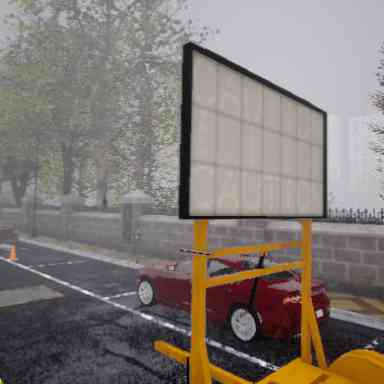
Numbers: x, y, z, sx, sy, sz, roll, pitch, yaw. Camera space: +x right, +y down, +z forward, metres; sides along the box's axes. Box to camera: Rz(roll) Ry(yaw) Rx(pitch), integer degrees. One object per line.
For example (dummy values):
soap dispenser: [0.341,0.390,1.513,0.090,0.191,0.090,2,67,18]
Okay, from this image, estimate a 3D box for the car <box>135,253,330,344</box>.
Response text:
car: [0.557,1.939,7.156,1.887,1.381,4.507,5,-4,-45]

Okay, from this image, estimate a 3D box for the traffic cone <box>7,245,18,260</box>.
traffic cone: [-7.390,2.499,13.739,0.340,0.580,0.340,4,-4,-45]

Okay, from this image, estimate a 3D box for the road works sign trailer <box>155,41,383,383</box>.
road works sign trailer: [0.590,0.665,3.390,2.380,3.560,2.880,4,-4,-45]

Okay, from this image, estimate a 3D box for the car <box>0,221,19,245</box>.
car: [-11.244,2.293,18.908,4.206,1.307,1.802,-1,-4,44]
